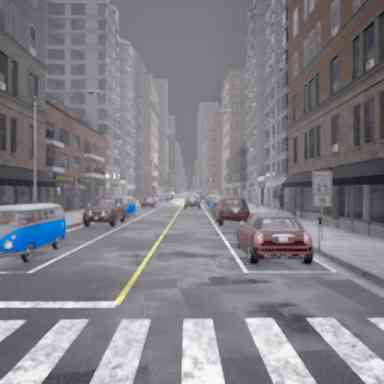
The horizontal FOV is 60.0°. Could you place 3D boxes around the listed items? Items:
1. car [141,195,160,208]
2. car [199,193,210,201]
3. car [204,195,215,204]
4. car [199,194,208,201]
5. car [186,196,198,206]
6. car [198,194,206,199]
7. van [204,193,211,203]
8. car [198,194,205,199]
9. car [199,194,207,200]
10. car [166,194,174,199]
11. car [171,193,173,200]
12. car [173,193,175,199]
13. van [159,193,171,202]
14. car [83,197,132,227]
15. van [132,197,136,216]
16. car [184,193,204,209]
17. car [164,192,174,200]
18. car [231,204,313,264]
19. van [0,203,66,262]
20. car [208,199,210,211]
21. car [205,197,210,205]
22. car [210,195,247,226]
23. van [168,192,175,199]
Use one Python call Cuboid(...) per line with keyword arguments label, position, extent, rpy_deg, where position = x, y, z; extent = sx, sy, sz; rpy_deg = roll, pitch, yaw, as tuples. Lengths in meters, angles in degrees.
Cuboid(label="car", position=(-5.830, 1.433, 45.170), extent=(1.887, 1.381, 4.507), rpy_deg=(0, 0, 0))
Cuboid(label="car", position=(2.713, 1.082, 73.100), extent=(2.192, 1.841, 5.009), rpy_deg=(0, 0, 0))
Cuboid(label="car", position=(3.185, 1.338, 61.488), extent=(1.812, 1.442, 4.674), rpy_deg=(0, 0, 0))
Cuboid(label="car", position=(2.716, 1.295, 78.686), extent=(2.008, 1.369, 4.403), rpy_deg=(0, 0, 0))
Cuboid(label="car", position=(0.031, 1.376, 52.666), extent=(1.812, 1.442, 4.674), rpy_deg=(0, 0, 0))
Cuboid(label="car", position=(2.724, 1.264, 89.856), extent=(1.947, 1.339, 4.313), rpy_deg=(0, 0, 0))
Cuboid(label="van", position=(2.692, 1.235, 39.591), extent=(1.690, 1.788, 3.998), rpy_deg=(0, 0, 0))
Cuboid(label="car", position=(2.727, 1.257, 95.441), extent=(1.802, 1.307, 4.206), rpy_deg=(0, 0, 0))
Cuboid(label="car", position=(2.720, 1.287, 84.271), extent=(1.947, 1.339, 4.313), rpy_deg=(0, 0, 0))
Cuboid(label="car", position=(-5.802, 1.257, 89.858), extent=(1.887, 1.381, 4.507), rpy_deg=(0, 0, 0))
Cuboid(label="car", position=(-5.812, 1.347, 73.100), extent=(1.947, 1.339, 4.313), rpy_deg=(0, 0, 0))
Cuboid(label="car", position=(-5.809, 1.324, 78.687), extent=(1.947, 1.339, 4.313), rpy_deg=(0, 0, 0))
Cuboid(label="van", position=(-5.816, 1.144, 67.514), extent=(1.690, 1.788, 3.998), rpy_deg=(0, 0, 0))
Cuboid(label="car", position=(-5.845, 1.272, 22.825), extent=(2.192, 1.841, 5.009), rpy_deg=(0, 0, 0))
Cuboid(label="van", position=(-5.841, 1.284, 28.411), extent=(1.690, 1.788, 3.998), rpy_deg=(0, 0, 0))
Cuboid(label="car", position=(0.074, 1.239, 42.643), extent=(2.097, 1.767, 4.553), rpy_deg=(0, 0, 0))
Cuboid(label="car", position=(-5.805, 1.050, 84.270), extent=(2.192, 1.841, 5.009), rpy_deg=(0, 0, 0))
Cuboid(label="car", position=(2.674, 1.407, 11.665), extent=(1.967, 1.590, 4.097), rpy_deg=(0, 0, 0))
Cuboid(label="van", position=(-5.852, 1.322, 11.653), extent=(1.690, 1.788, 3.998), rpy_deg=(0, 0, 0))
Cuboid(label="car", position=(2.685, 1.494, 28.420), extent=(1.947, 1.339, 4.313), rpy_deg=(0, 0, 0))
Cuboid(label="car", position=(2.689, 1.462, 34.006), extent=(2.008, 1.369, 4.403), rpy_deg=(0, 0, 0))
Cuboid(label="car", position=(2.681, 1.258, 22.835), extent=(2.192, 1.841, 5.009), rpy_deg=(0, 0, 0))
Cuboid(label="van", position=(-5.798, 1.030, 95.443), extent=(1.690, 1.788, 3.998), rpy_deg=(0, 0, 0))
